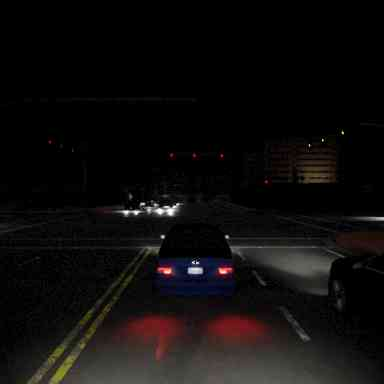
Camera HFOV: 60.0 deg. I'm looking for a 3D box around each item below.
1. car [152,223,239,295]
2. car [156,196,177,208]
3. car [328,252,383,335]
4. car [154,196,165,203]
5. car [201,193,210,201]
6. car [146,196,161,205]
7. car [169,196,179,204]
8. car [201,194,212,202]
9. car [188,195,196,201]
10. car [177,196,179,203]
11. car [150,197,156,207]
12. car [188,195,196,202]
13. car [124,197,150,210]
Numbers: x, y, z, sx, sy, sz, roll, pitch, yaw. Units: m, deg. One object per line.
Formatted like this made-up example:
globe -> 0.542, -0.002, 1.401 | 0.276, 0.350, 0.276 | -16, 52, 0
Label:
car -> 0.077, 1.547, 8.842 | 2.033, 1.411, 5.357 | 0, 0, 0
car -> -3.633, 1.600, 47.537 | 1.895, 1.301, 4.718 | 0, 0, 0
car -> 3.559, 1.491, 4.599 | 2.128, 1.511, 4.902 | 0, 0, 0
car -> -7.051, 1.551, 71.649 | 1.994, 1.385, 4.181 | 0, 0, 0
car -> 3.439, 1.226, 84.590 | 2.097, 1.767, 4.553 | 0, 0, 0
car -> -7.107, 1.546, 61.730 | 2.033, 1.411, 5.357 | 0, 0, 0
car -> -3.569, 1.503, 66.900 | 1.837, 1.490, 4.892 | 0, 0, 0
car -> 3.447, 1.342, 74.634 | 2.097, 1.767, 4.553 | 0, 0, 0
car -> -0.061, 1.423, 84.616 | 1.994, 1.385, 4.181 | 0, 0, 0
car -> -3.624, 1.490, 56.854 | 2.128, 1.511, 4.902 | 0, 0, 0
car -> -7.130, 1.504, 51.930 | 1.837, 1.490, 4.892 | 0, 0, 0
car -> -0.053, 1.530, 74.343 | 2.033, 1.411, 5.357 | 0, 0, 0
car -> -7.171, 1.546, 42.288 | 2.033, 1.411, 5.357 | 0, 0, 2
